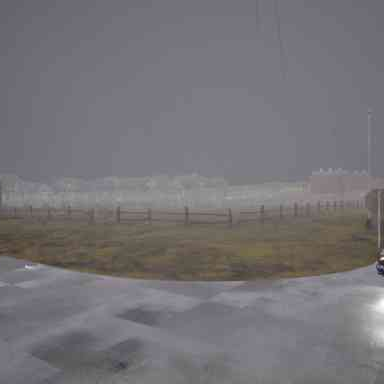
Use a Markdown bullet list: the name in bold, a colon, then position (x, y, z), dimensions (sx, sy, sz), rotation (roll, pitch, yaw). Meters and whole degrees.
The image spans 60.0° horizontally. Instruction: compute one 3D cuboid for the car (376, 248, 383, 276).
- **car**: position (6.880, 1.542, 9.438), dimensions (2.033, 1.411, 5.357), rotation (0, 0, 43)
